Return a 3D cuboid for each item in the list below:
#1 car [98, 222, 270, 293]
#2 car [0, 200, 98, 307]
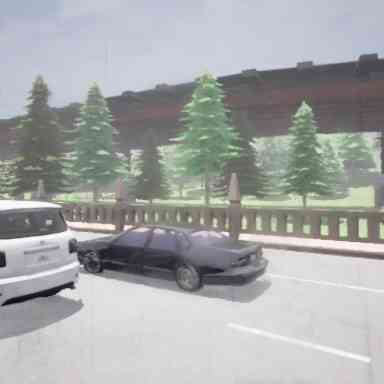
[{"bbox_3d":[-0.774,1.506,8.702,5.357,1.411,2.033,0,0,31],"label":"car"},{"bbox_3d":[-4.837,1.196,7.027,5.566,2.045,2.150,0,0,31],"label":"car"}]
